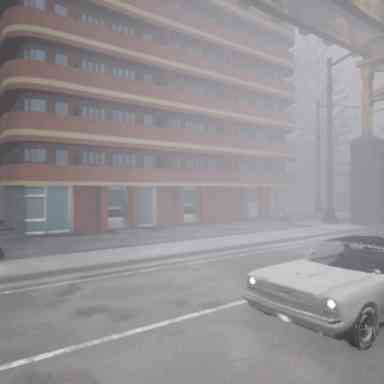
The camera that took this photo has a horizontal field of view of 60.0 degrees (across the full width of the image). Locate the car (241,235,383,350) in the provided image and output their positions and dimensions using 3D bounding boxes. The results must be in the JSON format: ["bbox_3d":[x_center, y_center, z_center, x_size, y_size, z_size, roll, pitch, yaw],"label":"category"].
[{"bbox_3d":[3.180,1.572,6.290,4.718,1.301,1.895,0,0,-36],"label":"car"}]
